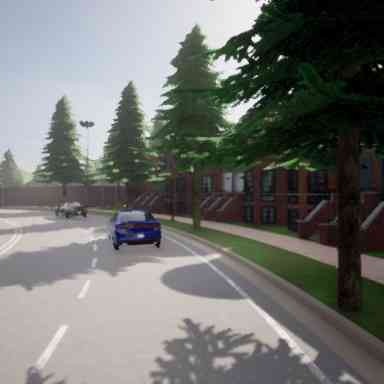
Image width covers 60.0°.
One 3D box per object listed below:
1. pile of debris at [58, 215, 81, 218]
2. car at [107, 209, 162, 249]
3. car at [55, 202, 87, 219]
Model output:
[{"bbox_3d":[-11.520,2.267,31.196,1.500,0.140,1.860,0,0,-39],"label":"pile of debris"},{"bbox_3d":[-2.665,1.500,14.831,1.882,1.535,5.008,0,0,-17],"label":"car"},{"bbox_3d":[-11.077,1.611,30.388,1.812,1.442,4.674,0,0,-37],"label":"car"}]
